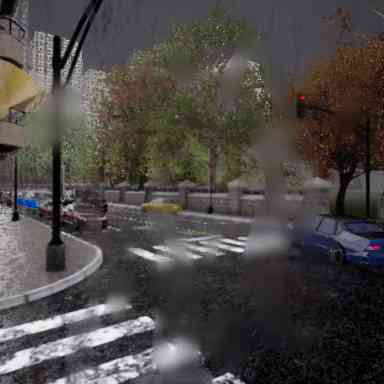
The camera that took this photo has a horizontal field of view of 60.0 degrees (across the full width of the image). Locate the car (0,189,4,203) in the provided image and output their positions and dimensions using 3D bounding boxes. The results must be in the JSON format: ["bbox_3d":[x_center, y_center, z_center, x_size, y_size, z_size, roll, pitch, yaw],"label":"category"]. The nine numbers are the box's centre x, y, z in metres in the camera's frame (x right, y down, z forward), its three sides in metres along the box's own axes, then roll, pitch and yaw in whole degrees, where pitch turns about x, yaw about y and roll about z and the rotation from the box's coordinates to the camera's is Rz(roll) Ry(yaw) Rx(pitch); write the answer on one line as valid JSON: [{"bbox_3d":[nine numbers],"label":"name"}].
[{"bbox_3d":[-22.379,0.736,40.892,2.008,1.369,4.403,2,0,-36],"label":"car"}]

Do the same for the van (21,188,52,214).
[{"bbox_3d":[-12.599,0.819,27.458,1.690,1.788,3.998,2,0,-36],"label":"van"}]

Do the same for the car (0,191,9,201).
[{"bbox_3d":[-28.896,0.543,49.848,2.008,1.369,4.403,2,0,-36],"label":"car"}]

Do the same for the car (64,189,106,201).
[{"bbox_3d":[-8.541,0.767,26.256,2.150,2.045,5.566,0,1,-36],"label":"car"}]

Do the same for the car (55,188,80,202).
[{"bbox_3d":[-18.850,0.433,50.293,2.192,1.841,5.009,1,0,-36],"label":"car"}]

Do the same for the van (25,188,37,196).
[{"bbox_3d":[-35.139,-0.020,72.679,1.690,1.788,3.998,1,0,-36],"label":"van"}]

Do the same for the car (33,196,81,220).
[{"bbox_3d":[-9.347,1.158,22.980,1.802,1.307,4.206,2,0,-36],"label":"car"}]

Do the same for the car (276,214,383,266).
[{"bbox_3d":[4.974,1.492,11.600,2.033,1.411,5.357,1,2,-13],"label":"car"}]

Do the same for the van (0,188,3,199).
[{"bbox_3d":[-32.148,0.238,54.325,1.690,1.788,3.998,2,0,-36],"label":"van"}]

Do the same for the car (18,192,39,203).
[{"bbox_3d":[-22.321,0.697,45.328,1.994,1.385,4.181,0,1,-36],"label":"car"}]

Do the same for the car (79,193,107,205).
[{"bbox_3d":[-12.340,0.862,41.338,2.008,1.369,4.403,1,0,-36],"label":"car"}]

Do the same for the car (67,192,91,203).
[{"bbox_3d":[-15.599,0.780,45.816,1.947,1.339,4.313,1,0,-36],"label":"car"}]

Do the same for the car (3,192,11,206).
[{"bbox_3d":[-19.122,0.864,36.415,1.802,1.307,4.206,2,0,-36],"label":"car"}]

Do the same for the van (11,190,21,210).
[{"bbox_3d":[-15.857,0.721,31.936,1.690,1.788,3.998,2,0,-36],"label":"van"}]

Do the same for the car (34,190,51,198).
[{"bbox_3d":[-28.630,0.380,63.725,2.008,1.369,4.403,1,0,-36],"label":"car"}]

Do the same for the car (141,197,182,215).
[{"bbox_3d":[-2.667,1.127,28.044,1.752,1.417,4.829,1,0,-36],"label":"car"}]

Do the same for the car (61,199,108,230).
[{"bbox_3d":[-6.090,1.256,18.504,1.802,1.307,4.206,2,0,-36],"label":"car"}]
